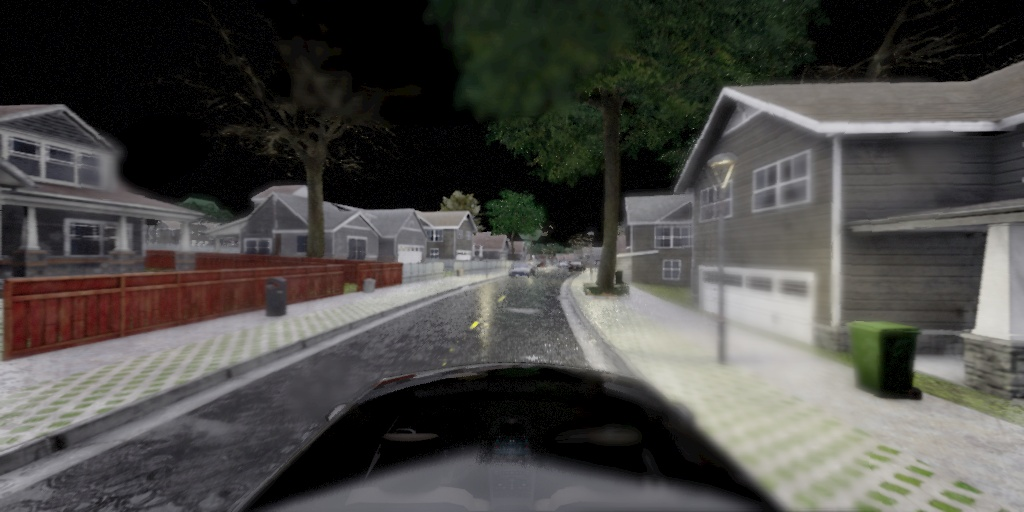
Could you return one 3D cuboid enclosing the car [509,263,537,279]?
[{"bbox_3d":[1.147,1.352,34.312,2.033,1.411,5.357,0,0,13],"label":"car"}]

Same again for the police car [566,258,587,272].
[{"bbox_3d":[9.372,1.494,52.094,1.930,1.638,5.238,0,-1,14],"label":"police car"}]
